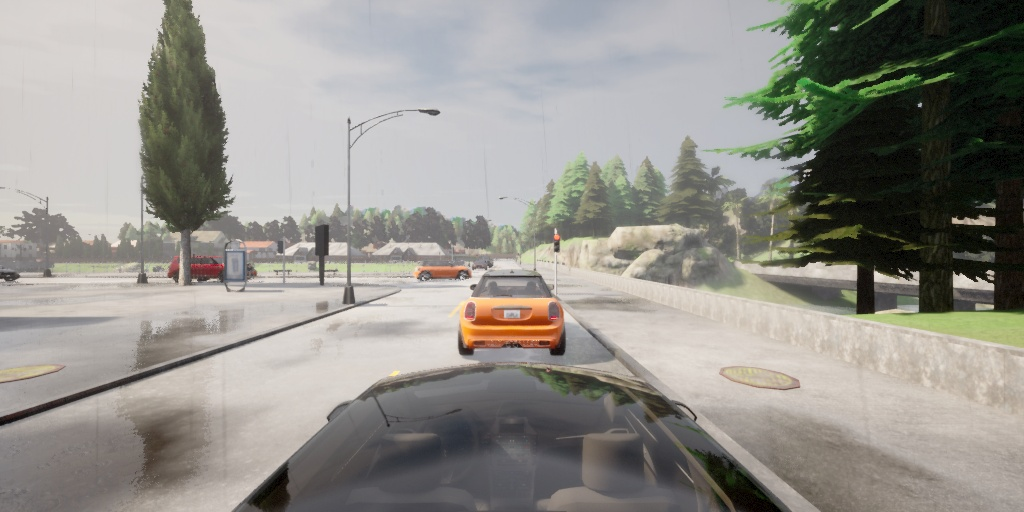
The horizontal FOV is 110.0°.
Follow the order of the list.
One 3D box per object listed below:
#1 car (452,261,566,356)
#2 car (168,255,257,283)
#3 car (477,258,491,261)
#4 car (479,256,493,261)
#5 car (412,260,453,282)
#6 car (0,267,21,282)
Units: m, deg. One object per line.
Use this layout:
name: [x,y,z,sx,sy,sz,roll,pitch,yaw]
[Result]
car: [-0.001,1.102,8.805,2.097,1.767,4.553,0,0,0]
car: [-22.507,0.972,27.005,5.566,2.045,2.150,0,0,0]
car: [-4.541,1.314,51.212,1.994,1.385,4.181,0,0,0]
car: [-4.612,0.971,60.808,2.150,2.045,5.566,0,0,0]
car: [-5.623,1.101,28.985,4.553,1.767,2.097,0,0,-26]
car: [-40.114,1.257,26.852,4.892,1.490,1.837,-1,0,0]
